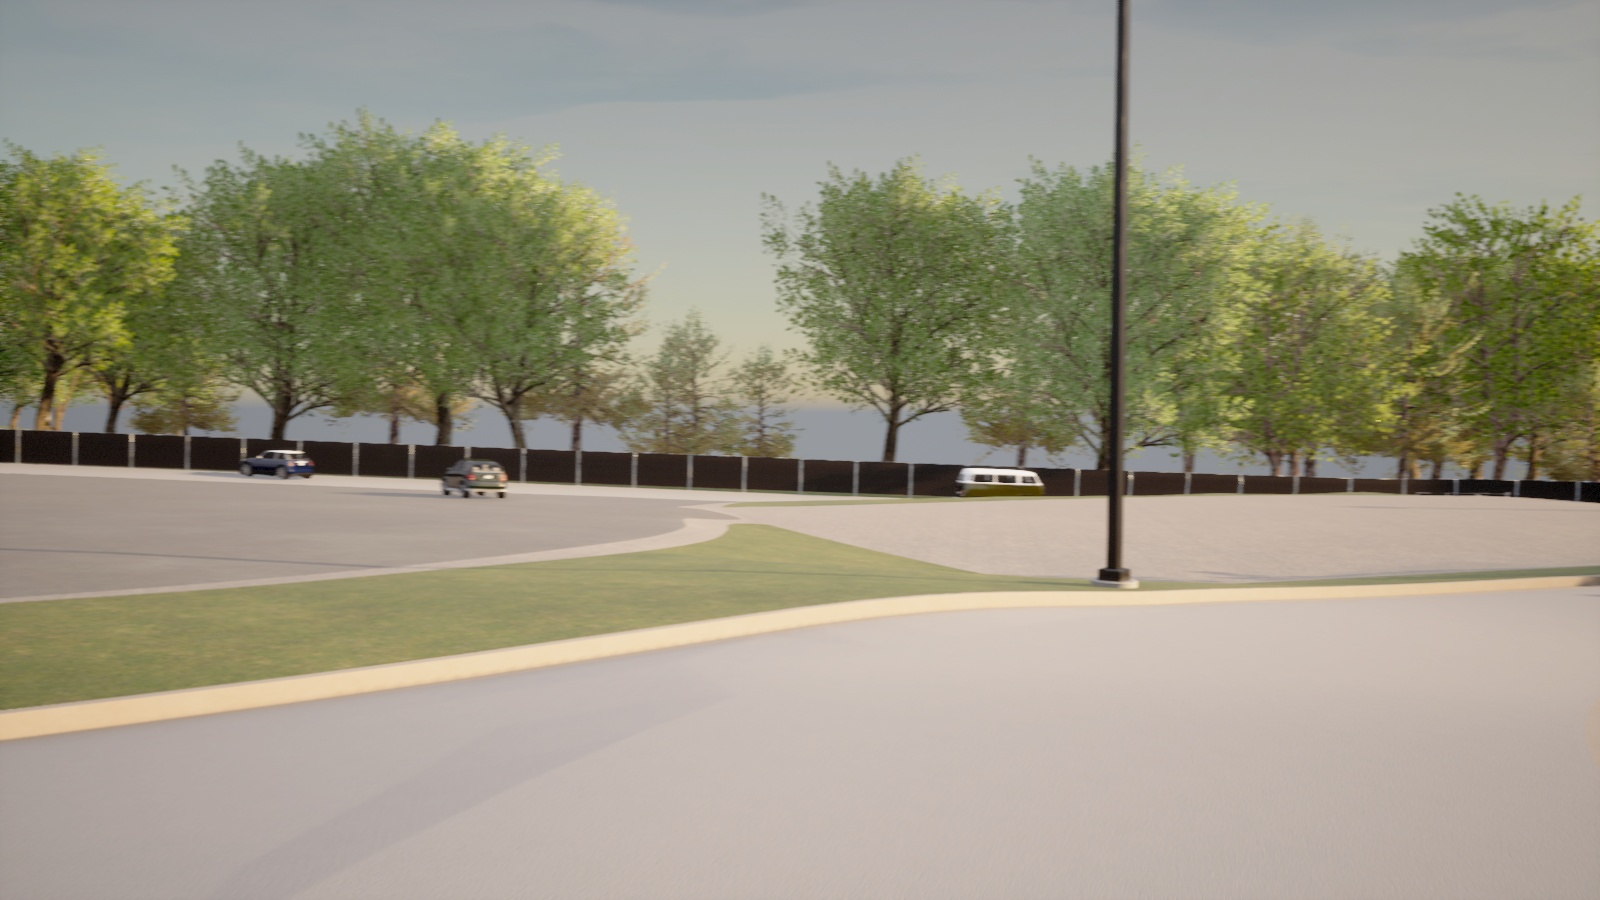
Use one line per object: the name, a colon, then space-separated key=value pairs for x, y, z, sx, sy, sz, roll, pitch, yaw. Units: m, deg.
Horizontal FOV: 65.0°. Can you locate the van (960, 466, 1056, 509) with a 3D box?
van: x=10.859 y=1.950 z=65.678 sx=4.480 sy=2.038 sz=2.069 roll=1 pitch=2 yaw=-6

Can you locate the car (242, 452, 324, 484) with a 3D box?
car: x=-27.730 y=0.927 z=67.344 sx=3.806 sy=1.475 sz=1.970 roll=3 pitch=2 yaw=24

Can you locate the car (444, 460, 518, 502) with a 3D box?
car: x=-12.992 y=1.246 z=50.945 sx=1.789 sy=1.549 sz=3.705 roll=2 pitch=-1 yaw=-33
